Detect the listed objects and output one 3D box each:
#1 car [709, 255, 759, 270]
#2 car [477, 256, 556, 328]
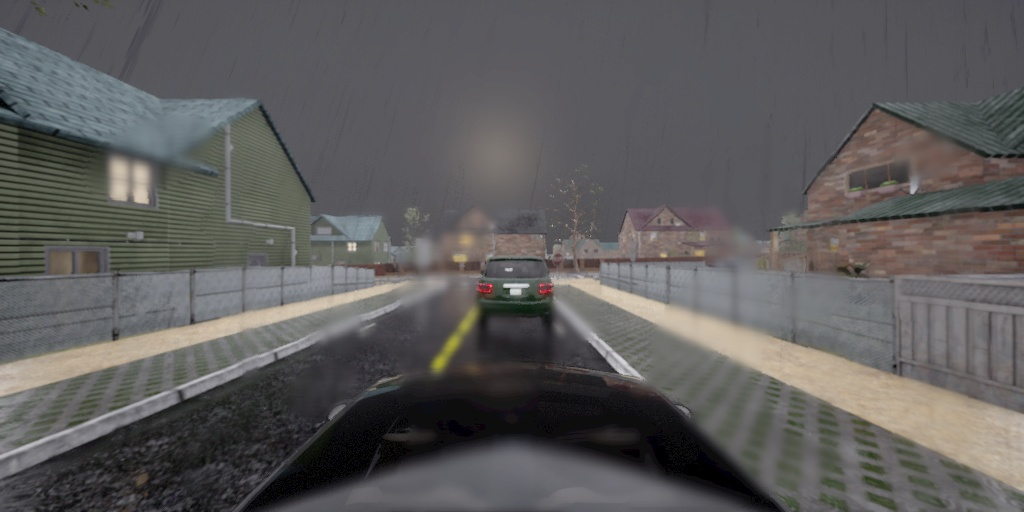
[{"bbox_3d":[21.337,0.738,34.218,4.553,1.767,2.097,-1,0,0],"label":"car"},{"bbox_3d":[0.118,1.026,11.691,2.150,2.045,5.566,0,-1,0],"label":"car"}]
